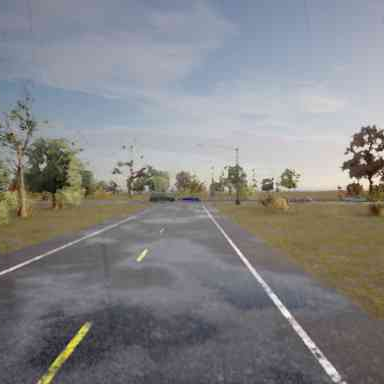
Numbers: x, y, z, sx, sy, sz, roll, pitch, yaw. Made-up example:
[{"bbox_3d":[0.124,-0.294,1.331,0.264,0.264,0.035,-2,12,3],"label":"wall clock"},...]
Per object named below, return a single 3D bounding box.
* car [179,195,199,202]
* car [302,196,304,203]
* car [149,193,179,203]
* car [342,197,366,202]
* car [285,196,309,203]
[{"bbox_3d":[-0.946,1.471,74.892,5.008,1.535,1.882,0,0,-1],"label":"car"},{"bbox_3d":[21.986,1.610,68.531,4.674,1.442,1.812,0,0,-2],"label":"car"},{"bbox_3d":[-5.986,1.209,67.767,5.566,2.045,2.150,0,0,-1],"label":"car"},{"bbox_3d":[36.879,1.716,75.992,4.718,1.301,1.895,0,0,-2],"label":"car"},{"bbox_3d":[23.873,1.603,75.603,4.902,1.511,2.128,0,0,-2],"label":"car"}]
